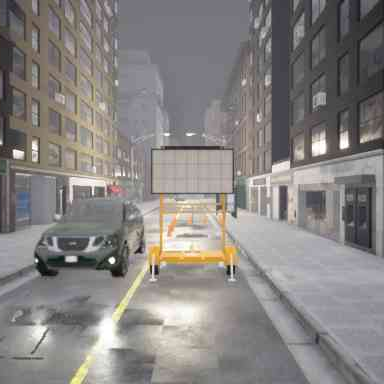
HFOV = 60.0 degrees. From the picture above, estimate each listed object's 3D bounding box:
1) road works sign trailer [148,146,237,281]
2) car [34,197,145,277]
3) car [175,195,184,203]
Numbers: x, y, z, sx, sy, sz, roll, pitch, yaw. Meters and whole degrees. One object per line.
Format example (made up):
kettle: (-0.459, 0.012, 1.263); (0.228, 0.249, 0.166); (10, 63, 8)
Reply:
road works sign trailer: (0.015, 0.463, 9.795); (2.380, 3.560, 2.880); (0, 0, 0)
car: (-2.836, 1.220, 10.575); (2.150, 2.045, 5.566); (0, 0, 0)
car: (-2.648, 1.474, 70.475); (1.812, 1.442, 4.674); (0, 0, 0)
